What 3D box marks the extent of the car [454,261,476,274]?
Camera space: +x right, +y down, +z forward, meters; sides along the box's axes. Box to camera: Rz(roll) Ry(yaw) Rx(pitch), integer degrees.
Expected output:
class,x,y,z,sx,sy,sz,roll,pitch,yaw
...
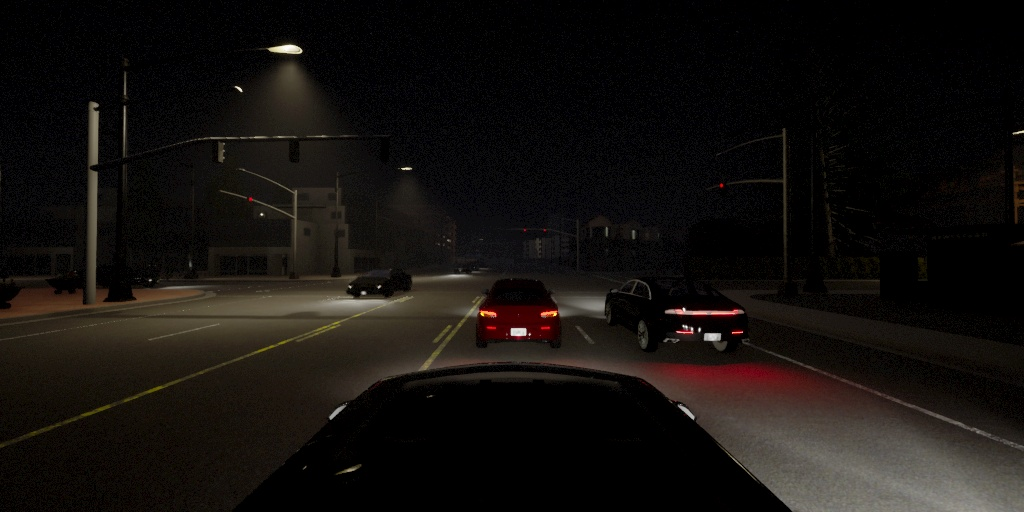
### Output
class,x,y,z,sx,sy,sz,roll,pitch,yaw
car,-6.506,1.590,47.829,2.128,1.511,4.902,0,0,1

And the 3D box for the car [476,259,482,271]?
class,x,y,z,sx,sy,sz,roll,pitch,yaw
car,-6.374,1.643,57.165,1.837,1.490,4.892,0,0,1

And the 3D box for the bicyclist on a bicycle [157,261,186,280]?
class,x,y,z,sx,sy,sz,roll,pitch,yaw
bicyclist on a bicycle,-29.282,1.231,31.021,1.656,1.620,0.582,1,-1,-22

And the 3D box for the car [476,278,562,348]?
class,x,y,z,sx,sy,sz,roll,pitch,yaw
car,0.166,1.288,9.128,1.812,1.442,4.674,0,0,1

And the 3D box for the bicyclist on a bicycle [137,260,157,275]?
class,x,y,z,sx,sy,sz,roll,pitch,yaw
bicyclist on a bicycle,-31.223,1.145,31.287,1.656,1.620,0.582,22,1,-23

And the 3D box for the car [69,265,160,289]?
class,x,y,z,sx,sy,sz,roll,pitch,yaw
car,-25.852,1.332,23.285,4.892,1.490,1.837,0,-1,1

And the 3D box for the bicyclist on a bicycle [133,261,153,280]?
class,x,y,z,sx,sy,sz,roll,pitch,yaw
bicyclist on a bicycle,-32.646,1.249,31.733,1.656,1.620,0.582,1,1,19

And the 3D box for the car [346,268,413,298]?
class,x,y,z,sx,sy,sz,roll,pitch,yaw
car,-6.874,1.362,19.333,2.033,1.411,5.357,0,-1,1

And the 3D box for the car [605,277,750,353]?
class,x,y,z,sx,sy,sz,roll,pitch,yaw
car,3.657,1.250,8.882,2.128,1.511,4.902,0,0,1
